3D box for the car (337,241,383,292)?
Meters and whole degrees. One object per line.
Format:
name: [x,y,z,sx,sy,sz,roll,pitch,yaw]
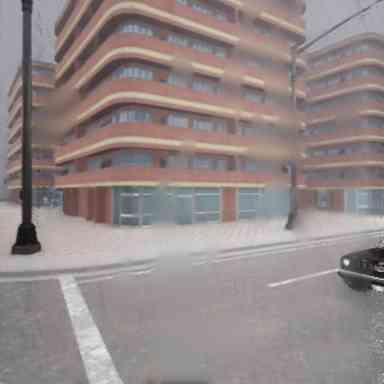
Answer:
car: [5.537,1.619,7.930,4.718,1.301,1.895,0,0,-35]
